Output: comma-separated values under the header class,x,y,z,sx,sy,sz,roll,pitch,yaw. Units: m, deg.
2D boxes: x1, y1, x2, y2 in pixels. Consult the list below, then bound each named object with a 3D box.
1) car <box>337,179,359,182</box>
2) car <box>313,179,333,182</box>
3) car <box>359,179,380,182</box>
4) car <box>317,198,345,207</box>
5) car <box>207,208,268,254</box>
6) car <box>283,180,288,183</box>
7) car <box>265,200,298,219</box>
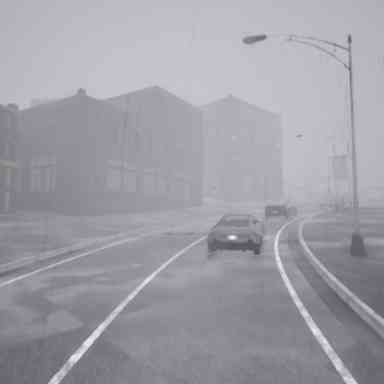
class,x,y,z,sx,sy,sz,roll,pitch,yaw
car,38.558,-2.626,83.919,4.892,1.521,2.231,0,-5,-1
car,33.039,-2.611,83.810,4.892,1.521,2.231,0,-5,-1
car,44.102,-2.574,84.128,4.674,1.452,2.002,0,-5,-2
car,20.310,1.545,48.530,4.718,1.301,1.895,-1,-3,-37
car,1.908,1.560,13.600,1.994,1.385,4.181,-1,0,14
car,22.099,-2.683,83.618,4.553,1.767,2.185,0,-5,-1
car,7.661,1.395,28.246,1.882,1.535,5.008,-3,-1,29
